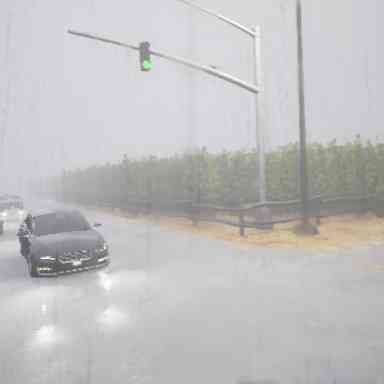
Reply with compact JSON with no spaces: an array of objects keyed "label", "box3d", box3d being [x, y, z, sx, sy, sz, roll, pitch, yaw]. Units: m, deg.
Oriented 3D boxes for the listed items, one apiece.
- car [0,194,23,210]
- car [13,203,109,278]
[{"label":"car","box3d":[-17.092,0.904,31.372,2.033,1.411,5.357,-4,3,-31]},{"label":"car","box3d":[-3.944,1.291,9.796,1.837,1.490,4.892,-4,5,-31]}]
